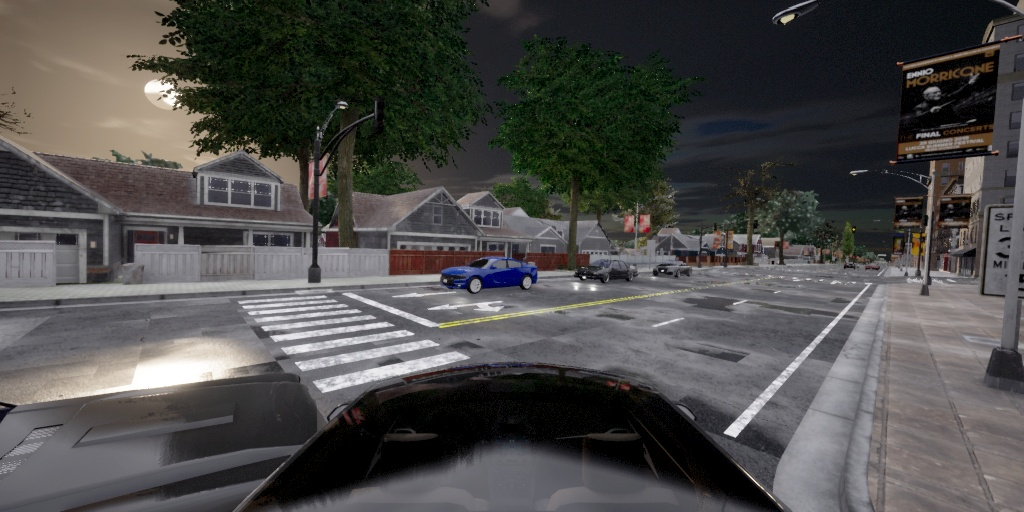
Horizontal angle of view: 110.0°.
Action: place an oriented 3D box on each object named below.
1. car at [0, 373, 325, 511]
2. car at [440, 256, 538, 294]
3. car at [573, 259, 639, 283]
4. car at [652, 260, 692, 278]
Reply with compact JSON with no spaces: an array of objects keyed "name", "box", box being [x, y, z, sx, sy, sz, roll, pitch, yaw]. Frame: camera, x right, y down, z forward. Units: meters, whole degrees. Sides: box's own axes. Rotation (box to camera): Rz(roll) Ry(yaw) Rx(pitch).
[{"name":"car","box":[-3.318,1.273,1.430,4.718,1.301,1.895,1,2,-33]},{"name":"car","box":[-0.943,0.778,16.588,5.008,1.535,1.882,1,2,-43]},{"name":"car","box":[6.302,0.928,23.424,5.357,1.411,2.033,1,2,-43]},{"name":"car","box":[13.580,1.029,30.262,4.181,1.385,1.994,1,2,-44]}]
